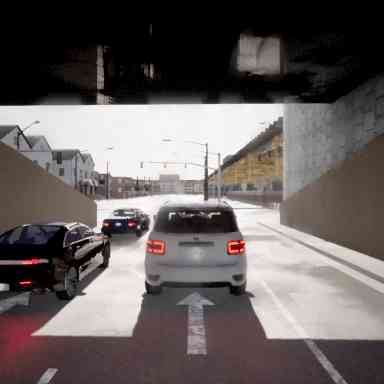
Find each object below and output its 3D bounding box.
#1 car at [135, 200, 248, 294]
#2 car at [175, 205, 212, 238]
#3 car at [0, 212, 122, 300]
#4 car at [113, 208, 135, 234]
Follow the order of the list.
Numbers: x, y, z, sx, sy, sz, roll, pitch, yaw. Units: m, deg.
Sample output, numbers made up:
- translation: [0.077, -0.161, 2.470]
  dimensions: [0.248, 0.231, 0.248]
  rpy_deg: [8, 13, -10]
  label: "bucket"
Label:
- translation: [0.085, 1.221, 8.905]
  dimensions: [2.150, 2.045, 5.566]
  rpy_deg: [0, 0, 0]
  label: "car"
- translation: [0.063, 1.526, 18.469]
  dimensions: [1.812, 1.442, 4.674]
  rpy_deg: [0, 0, 0]
  label: "car"
- translation: [-3.420, 1.491, 8.382]
  dimensions: [2.128, 1.511, 4.902]
  rpy_deg: [0, 0, 0]
  label: "car"
- translation: [-3.417, 1.547, 17.931]
  dimensions: [2.033, 1.411, 5.357]
  rpy_deg: [0, 0, 0]
  label: "car"
